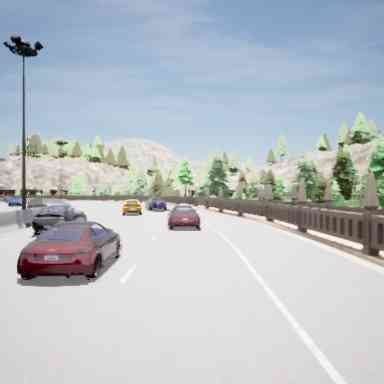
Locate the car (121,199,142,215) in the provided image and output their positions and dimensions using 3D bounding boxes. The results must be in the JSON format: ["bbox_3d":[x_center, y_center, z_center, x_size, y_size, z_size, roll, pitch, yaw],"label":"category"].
[{"bbox_3d":[-6.323,1.510,34.793,1.882,1.535,5.008,0,0,-13],"label":"car"}]

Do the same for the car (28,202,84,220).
[{"bbox_3d":[-7.331,1.500,18.770,2.128,1.511,4.902,0,0,-4],"label":"car"}]

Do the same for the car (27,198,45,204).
[{"bbox_3d":[-19.685,1.583,42.366,1.837,1.490,4.892,0,-1,-20],"label":"car"}]

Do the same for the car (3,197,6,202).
[{"bbox_3d":[-42.761,1.739,77.966,1.812,1.442,4.674,0,0,-45],"label":"car"}]

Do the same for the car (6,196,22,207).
[{"bbox_3d":[-28.936,1.630,54.461,1.882,1.535,5.008,0,0,-28],"label":"car"}]

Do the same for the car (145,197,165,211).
[{"bbox_3d":[-4.619,1.396,41.752,2.097,1.767,4.553,0,0,-17],"label":"car"}]

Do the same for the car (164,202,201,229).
[{"bbox_3d":[-0.599,1.572,21.591,1.994,1.385,4.181,0,0,-6],"label":"car"}]

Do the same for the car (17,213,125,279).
[{"bbox_3d":[-3.435,1.566,10.060,1.994,1.385,4.181,0,0,-1],"label":"car"}]
